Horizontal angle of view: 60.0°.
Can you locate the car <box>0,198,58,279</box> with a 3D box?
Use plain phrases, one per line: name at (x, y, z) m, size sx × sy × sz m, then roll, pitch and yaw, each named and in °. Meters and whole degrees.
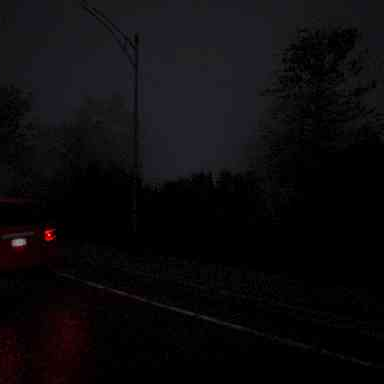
car at (-5.699, 1.179, 8.802) m, size 5.566 × 2.045 × 2.150 m, roll -1°, pitch 0°, yaw 41°
